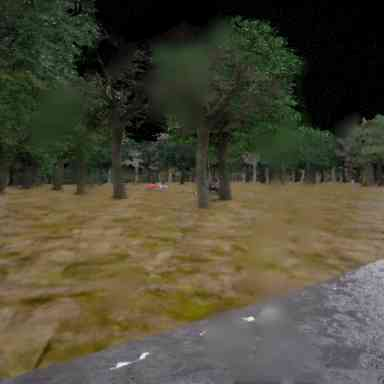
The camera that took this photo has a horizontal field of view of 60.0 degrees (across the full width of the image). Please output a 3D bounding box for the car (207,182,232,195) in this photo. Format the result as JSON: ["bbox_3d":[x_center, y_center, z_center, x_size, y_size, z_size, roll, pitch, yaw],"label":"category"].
[{"bbox_3d":[3.938,-0.617,54.767,2.150,2.045,5.566,1,2,-44],"label":"car"}]

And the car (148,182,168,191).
[{"bbox_3d":[-6.763,-1.137,66.060,2.097,1.767,4.553,1,1,-43],"label":"car"}]
